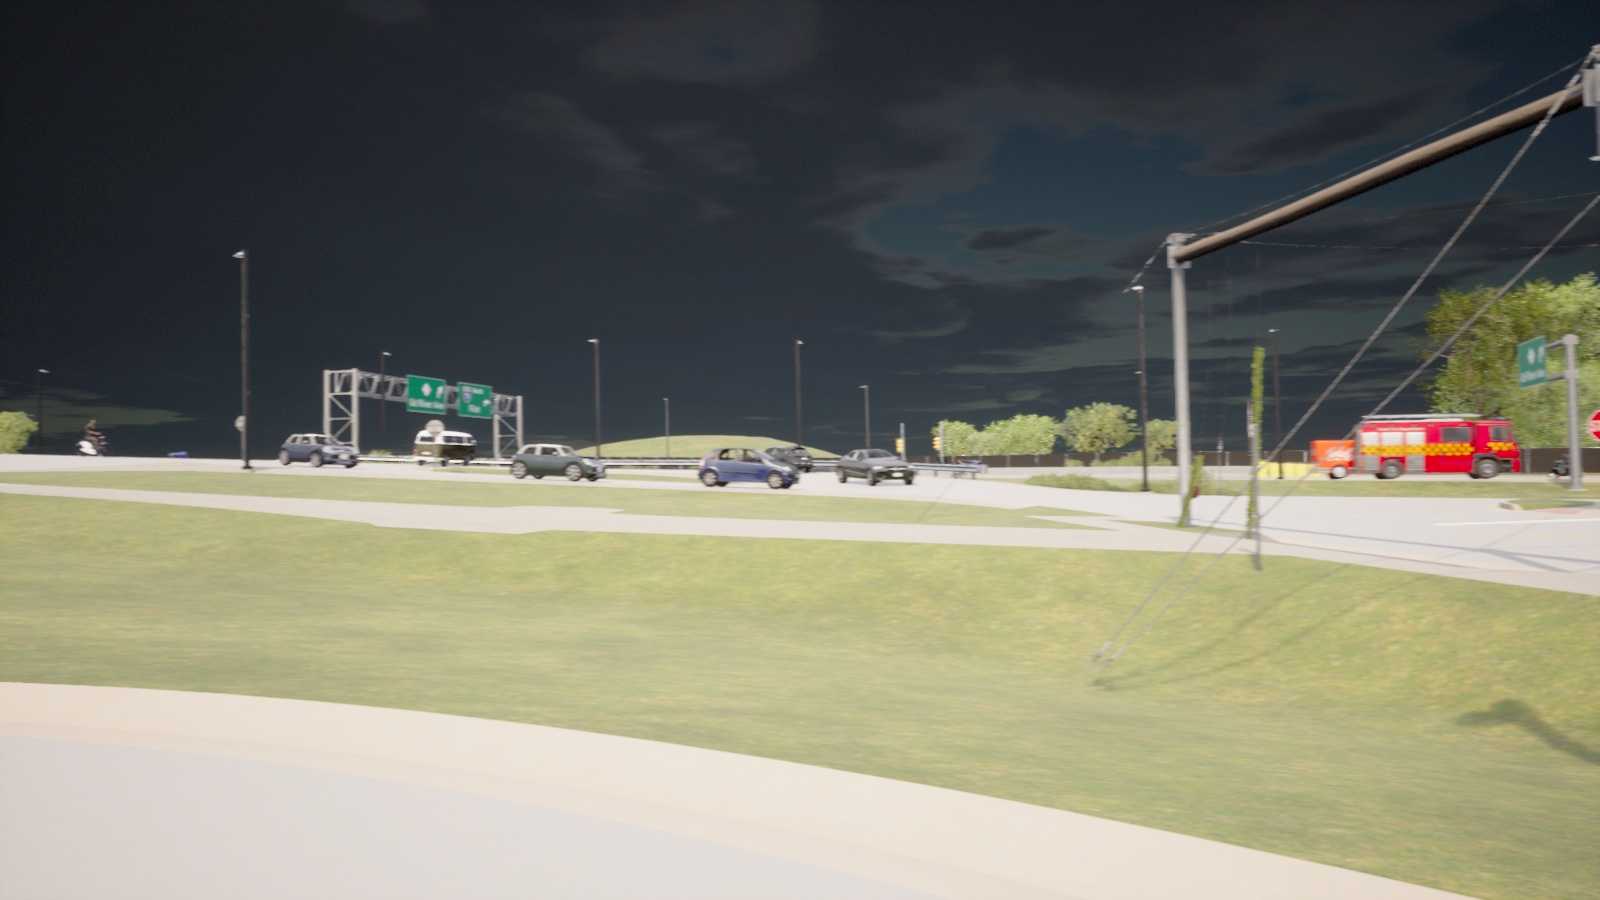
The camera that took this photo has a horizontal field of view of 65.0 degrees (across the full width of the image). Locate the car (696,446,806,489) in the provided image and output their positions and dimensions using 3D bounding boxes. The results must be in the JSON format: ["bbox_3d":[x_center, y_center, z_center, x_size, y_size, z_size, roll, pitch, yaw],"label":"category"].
[{"bbox_3d":[-1.919,0.701,49.988,3.988,1.617,1.851,0,-1,15],"label":"car"}]

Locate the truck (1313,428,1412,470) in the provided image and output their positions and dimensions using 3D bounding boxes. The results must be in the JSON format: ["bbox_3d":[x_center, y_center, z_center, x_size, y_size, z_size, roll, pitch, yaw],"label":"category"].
[{"bbox_3d":[34.772,-0.024,77.860,5.204,2.467,2.627,-2,-1,16],"label":"truck"}]

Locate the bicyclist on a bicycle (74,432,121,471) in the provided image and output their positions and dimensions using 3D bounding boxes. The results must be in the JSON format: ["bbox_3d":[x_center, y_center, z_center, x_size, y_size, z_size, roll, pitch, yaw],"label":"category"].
[{"bbox_3d":[-32.517,0.061,58.135,1.843,1.776,0.659,1,-1,10],"label":"bicyclist on a bicycle"}]

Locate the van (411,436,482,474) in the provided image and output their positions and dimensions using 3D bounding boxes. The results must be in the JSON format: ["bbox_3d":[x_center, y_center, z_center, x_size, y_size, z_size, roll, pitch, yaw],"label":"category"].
[{"bbox_3d":[-20.501,0.284,72.997,2.069,2.038,4.480,1,0,13],"label":"van"}]

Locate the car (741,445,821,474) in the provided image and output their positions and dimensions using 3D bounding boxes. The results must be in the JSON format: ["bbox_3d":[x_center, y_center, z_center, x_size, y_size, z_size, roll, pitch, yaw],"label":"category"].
[{"bbox_3d":[-1.170,0.563,74.928,2.033,1.649,4.856,0,0,-42],"label":"car"}]

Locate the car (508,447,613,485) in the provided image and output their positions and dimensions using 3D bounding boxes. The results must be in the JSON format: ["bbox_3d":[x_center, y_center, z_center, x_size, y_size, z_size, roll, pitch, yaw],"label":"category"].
[{"bbox_3d":[-9.963,0.662,52.319,3.806,1.475,1.970,1,-1,17],"label":"car"}]

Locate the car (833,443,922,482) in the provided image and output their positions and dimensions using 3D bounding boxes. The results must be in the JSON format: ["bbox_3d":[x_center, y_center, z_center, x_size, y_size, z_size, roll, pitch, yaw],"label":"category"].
[{"bbox_3d":[3.529,0.547,58.257,2.152,1.651,5.027,-2,1,-22],"label":"car"}]

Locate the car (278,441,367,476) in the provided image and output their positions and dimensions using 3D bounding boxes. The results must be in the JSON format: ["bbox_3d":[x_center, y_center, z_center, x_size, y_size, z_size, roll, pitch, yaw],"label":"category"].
[{"bbox_3d":[-21.620,0.384,56.788,3.806,1.475,1.970,1,-1,36],"label":"car"}]

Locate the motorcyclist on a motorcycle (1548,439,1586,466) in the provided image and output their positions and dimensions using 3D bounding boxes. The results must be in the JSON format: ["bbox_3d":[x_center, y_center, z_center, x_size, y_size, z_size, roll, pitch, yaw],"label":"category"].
[{"bbox_3d":[47.543,0.152,77.873,1.817,1.590,0.866,-2,-1,16],"label":"motorcyclist on a motorcycle"}]

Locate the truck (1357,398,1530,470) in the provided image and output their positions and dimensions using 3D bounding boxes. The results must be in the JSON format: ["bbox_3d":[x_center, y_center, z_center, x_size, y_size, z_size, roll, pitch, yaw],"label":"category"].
[{"bbox_3d":[37.472,-0.867,73.471,8.468,3.827,2.891,-2,-1,16],"label":"truck"}]
